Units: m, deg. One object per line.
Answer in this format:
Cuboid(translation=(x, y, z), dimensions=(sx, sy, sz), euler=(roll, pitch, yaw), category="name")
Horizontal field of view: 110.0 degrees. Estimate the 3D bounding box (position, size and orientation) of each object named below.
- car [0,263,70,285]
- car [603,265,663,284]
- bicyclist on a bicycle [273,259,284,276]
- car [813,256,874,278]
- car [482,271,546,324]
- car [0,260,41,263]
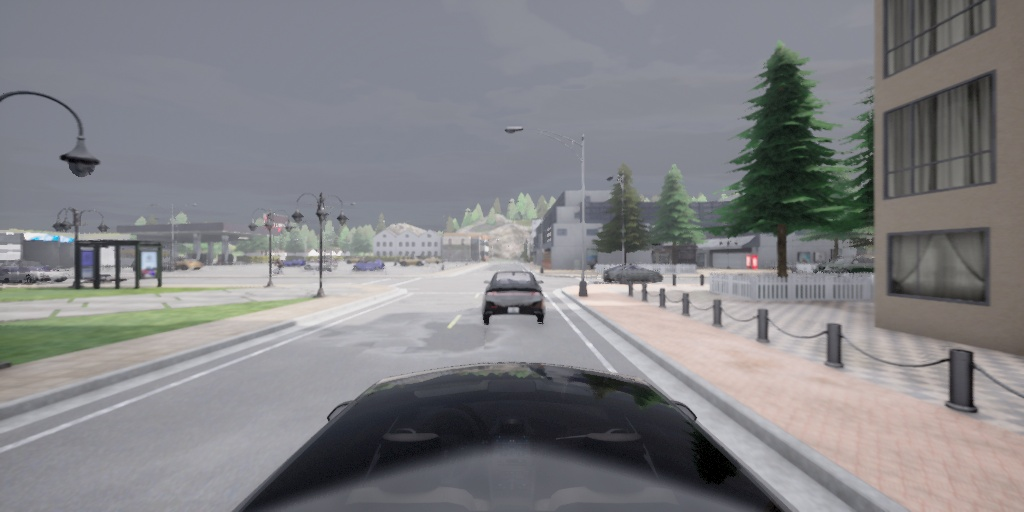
Cuboid(translation=(-35.520, 1.376, 26.094), dimensions=(4.718, 1.301, 1.895), euler=(0, 0, 0), category="car")
Cuboid(translation=(8.903, 1.343, 26.491), dimensions=(4.181, 1.385, 1.994), euler=(0, 0, -5), category="car")
Cuboid(translation=(-21.930, 1.081, 33.710), dimensions=(0.582, 1.620, 1.656), euler=(0, 0, -1), category="bicyclist on a bicycle")
Cuboid(translation=(28.978, 1.002, 30.469), dimensions=(5.566, 2.045, 2.150), euler=(0, 0, 0), category="car")
Cuboid(translation=(0.054, 1.247, 12.057), dimensions=(2.128, 1.511, 4.902), euler=(0, 0, 0), category="car")
Cuboid(translation=(-41.393, 1.129, 29.611), dimensions=(4.553, 1.767, 2.097), euler=(0, 0, 0), category="car")
